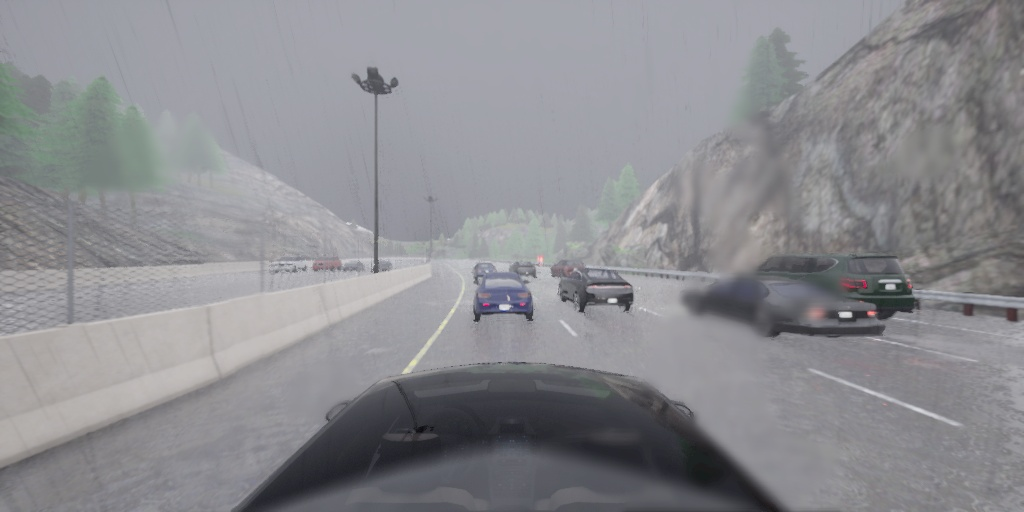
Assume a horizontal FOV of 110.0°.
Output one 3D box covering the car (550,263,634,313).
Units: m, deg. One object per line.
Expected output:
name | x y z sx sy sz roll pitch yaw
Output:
car | 3.063 1.218 13.918 2.128 1.511 4.902 0 0 -4

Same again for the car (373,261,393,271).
car | -16.071 1.271 45.065 2.033 1.411 5.357 0 0 -12

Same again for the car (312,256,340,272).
car | -23.290 0.961 45.396 2.150 2.045 5.566 0 0 -12

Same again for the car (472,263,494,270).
car | -2.358 1.262 30.631 2.033 1.411 5.357 0 0 -9

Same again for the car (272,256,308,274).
car | -26.303 0.971 42.715 2.150 2.045 5.566 0 0 -12

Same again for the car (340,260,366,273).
car | -19.532 1.258 44.540 1.812 1.442 4.674 0 0 -12

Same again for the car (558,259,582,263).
car | 4.720 1.051 30.348 2.097 1.767 4.553 0 0 -9

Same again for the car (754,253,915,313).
car | 10.188 0.934 12.485 2.150 2.045 5.566 0 0 -3

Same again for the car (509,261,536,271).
car | 0.886 1.196 32.225 2.128 1.511 4.902 0 0 -9

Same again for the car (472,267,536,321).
car | -0.352 1.261 12.342 1.812 1.442 4.674 0 0 -4

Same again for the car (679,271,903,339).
car | 6.833 1.271 9.988 2.033 1.411 5.357 0 0 -3
